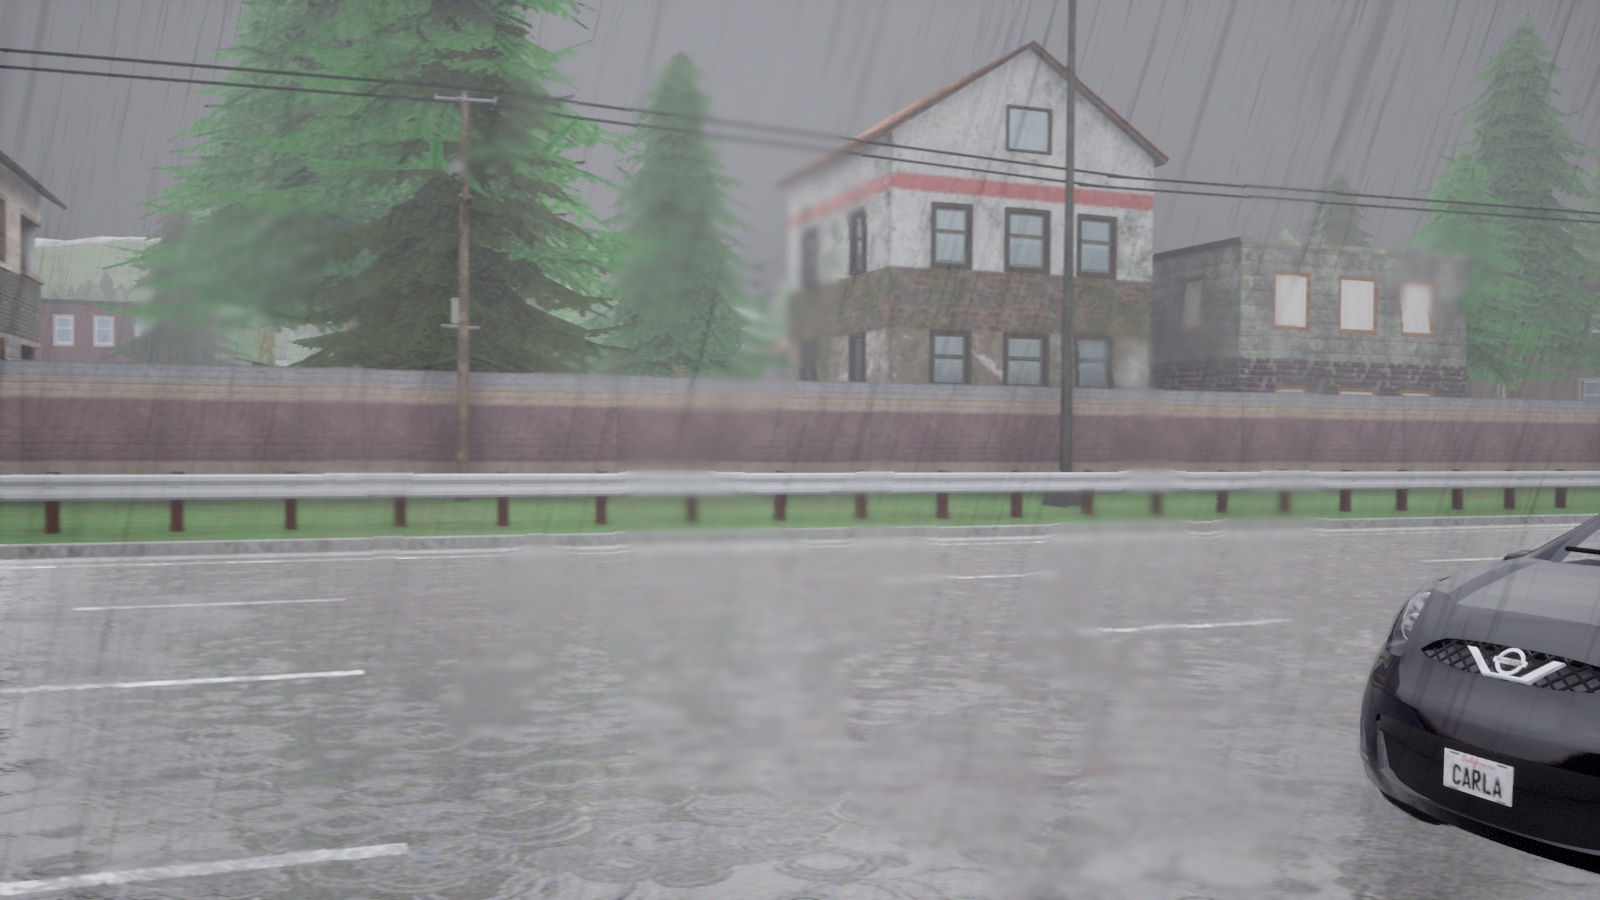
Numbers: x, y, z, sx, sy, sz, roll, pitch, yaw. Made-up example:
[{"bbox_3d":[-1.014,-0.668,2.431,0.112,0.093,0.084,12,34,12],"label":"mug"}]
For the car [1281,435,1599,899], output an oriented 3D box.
[{"bbox_3d":[3.922,0.693,4.728,3.633,1.501,1.845,-1,1,-21],"label":"car"}]
